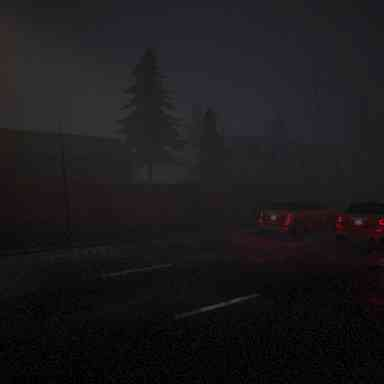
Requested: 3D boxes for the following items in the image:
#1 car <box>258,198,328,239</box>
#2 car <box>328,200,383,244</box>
[{"bbox_3d":[5.388,1.120,16.136,4.553,1.767,2.097,-1,1,-35],"label":"car"},{"bbox_3d":[7.967,1.114,13.673,4.553,1.767,2.097,-1,1,-35],"label":"car"}]
